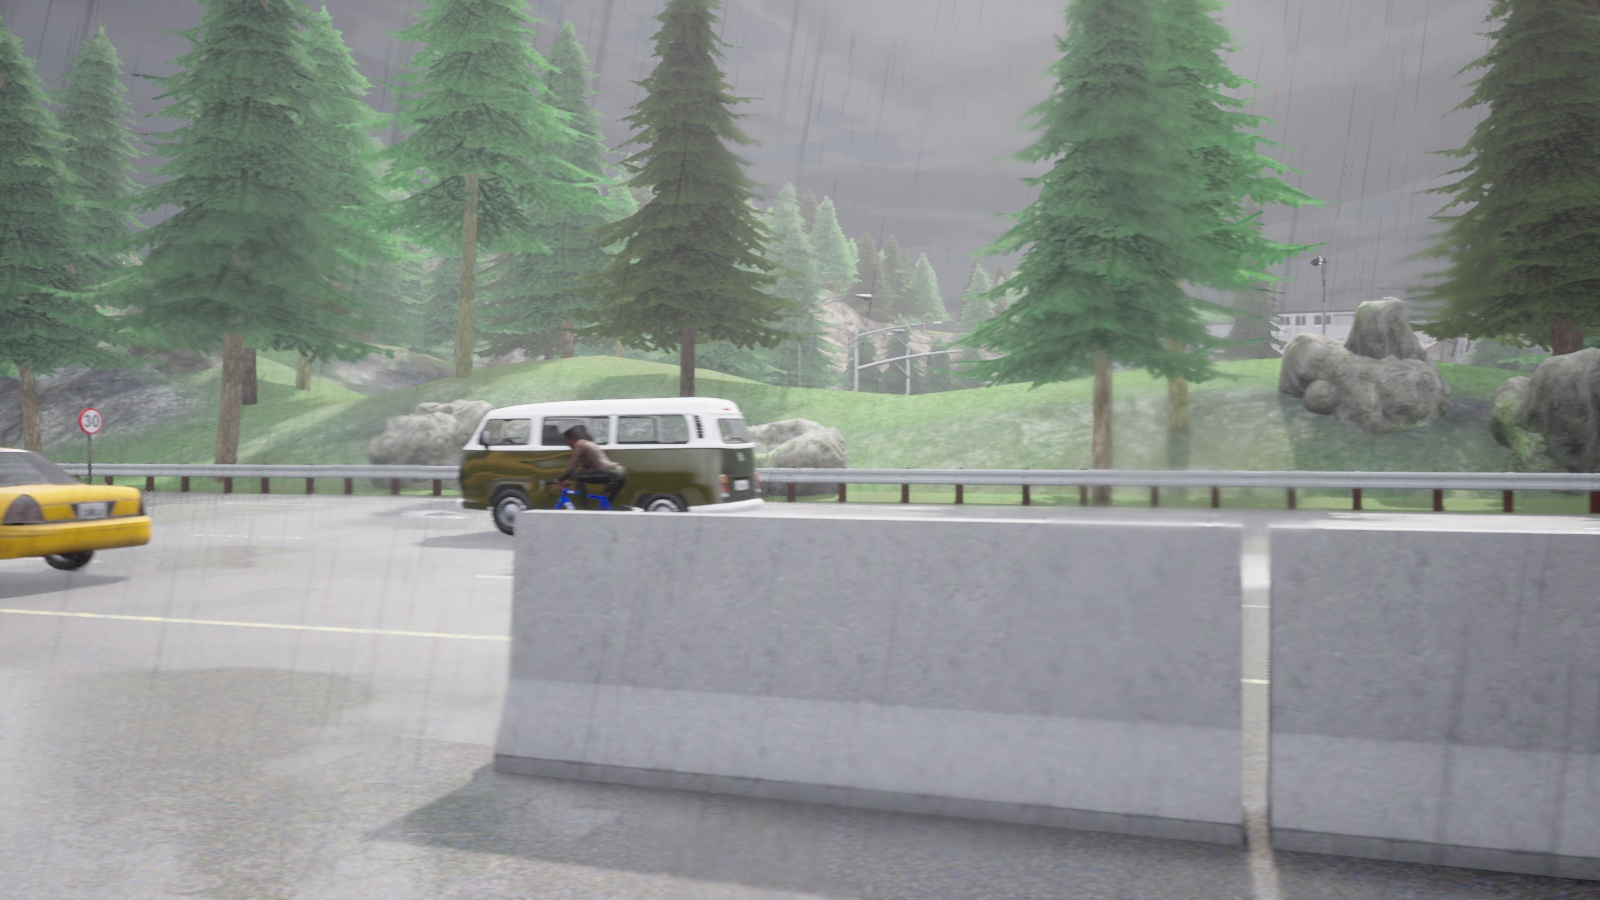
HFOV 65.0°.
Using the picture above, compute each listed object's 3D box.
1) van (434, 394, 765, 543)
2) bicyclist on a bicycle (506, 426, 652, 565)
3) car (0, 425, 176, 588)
[{"bbox_3d":[-2.995,0.233,18.967,4.480,2.038,2.069,0,1,19],"label":"van"},{"bbox_3d":[-2.667,0.526,15.168,1.656,1.620,0.582,0,1,19],"label":"bicyclist on a bicycle"},{"bbox_3d":[-9.713,0.508,13.846,5.366,1.575,1.801,1,1,19],"label":"car"}]
